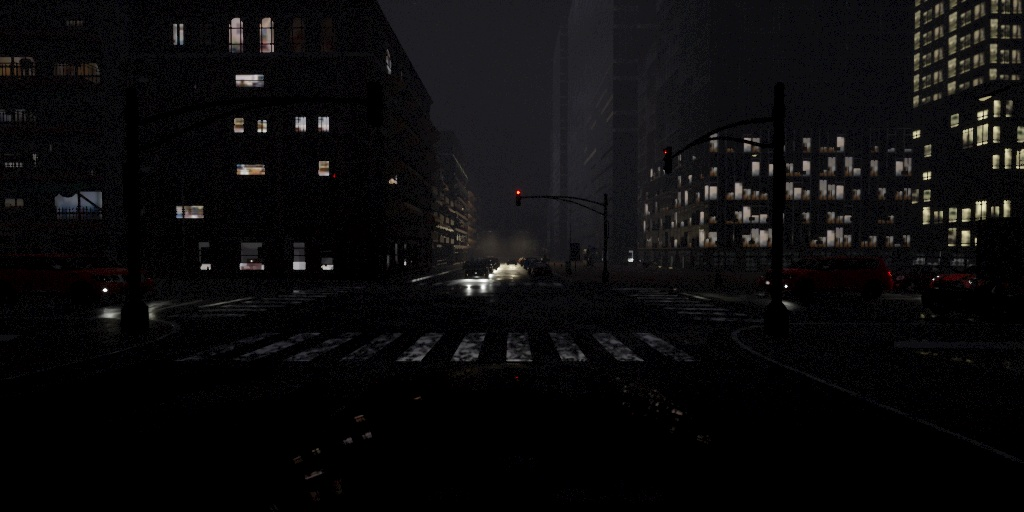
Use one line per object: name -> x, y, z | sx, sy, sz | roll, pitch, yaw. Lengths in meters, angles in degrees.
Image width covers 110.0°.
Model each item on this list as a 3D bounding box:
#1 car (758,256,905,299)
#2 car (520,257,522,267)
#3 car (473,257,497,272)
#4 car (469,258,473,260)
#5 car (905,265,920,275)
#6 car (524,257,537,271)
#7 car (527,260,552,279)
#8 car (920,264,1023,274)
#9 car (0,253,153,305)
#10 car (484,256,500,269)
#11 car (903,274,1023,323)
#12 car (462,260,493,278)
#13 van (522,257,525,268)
car -> 15.701, 1.020, 18.098 | 5.566, 2.045, 2.150 | 0, 1, 1
car -> 2.615, 1.240, 55.061 | 1.888, 1.381, 4.507 | 0, 0, 0
car -> -3.129, 1.220, 41.554 | 1.837, 1.490, 4.892 | 0, 0, 0
car -> -5.729, 1.270, 49.375 | 1.948, 1.339, 4.313 | 0, 0, 0
car -> 23.359, 1.230, 20.734 | 4.097, 1.591, 1.967 | 0, 0, 1
car -> 2.628, 1.159, 38.123 | 1.967, 1.591, 4.097 | 0, 0, 0
car -> 2.633, 1.272, 32.477 | 1.888, 1.381, 4.507 | 0, 0, 0
car -> 24.093, 1.189, 17.990 | 4.553, 1.767, 2.097 | 0, 1, 1
car -> -18.851, 0.911, 15.342 | 5.566, 2.045, 2.150 | 0, 1, 1
car -> -3.123, 1.054, 50.791 | 2.097, 1.767, 4.553 | 0, 0, 0
car -> 16.706, 1.445, 12.181 | 4.403, 1.370, 2.007 | 0, 0, 1
car -> -3.115, 1.290, 32.816 | 1.994, 1.385, 4.181 | 0, 0, 0
van -> 2.620, 1.045, 49.415 | 1.690, 1.789, 3.998 | 0, 0, 0
